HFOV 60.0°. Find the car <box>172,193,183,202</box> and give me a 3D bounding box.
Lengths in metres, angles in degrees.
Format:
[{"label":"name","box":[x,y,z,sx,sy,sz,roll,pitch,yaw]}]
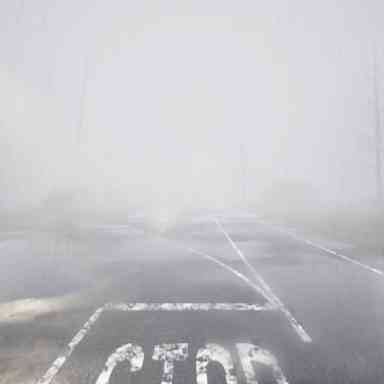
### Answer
[{"label":"car","box":[-3.400,1.184,76.865,2.150,2.045,5.566,0,0,2]}]
